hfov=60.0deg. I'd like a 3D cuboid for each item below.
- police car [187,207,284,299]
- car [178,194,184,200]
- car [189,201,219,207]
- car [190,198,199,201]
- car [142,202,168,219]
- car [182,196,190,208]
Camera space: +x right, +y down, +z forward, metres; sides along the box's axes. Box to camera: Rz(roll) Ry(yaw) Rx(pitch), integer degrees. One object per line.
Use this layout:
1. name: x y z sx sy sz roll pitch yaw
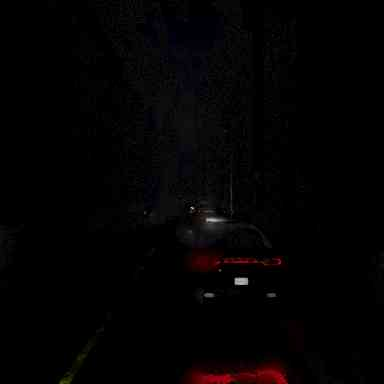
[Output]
1. police car: 0.902 1.425 8.650 1.930 1.638 5.238 0 0 0
2. car: -2.976 1.416 93.773 2.128 1.511 4.902 0 0 0
3. car: 0.905 1.477 18.539 1.882 1.535 5.008 0 0 0
4. car: 0.906 1.454 24.730 1.801 1.575 5.366 0 0 0
5. car: -3.092 1.545 28.929 2.033 1.411 5.357 0 0 0
6. car: 0.040 1.559 47.293 1.994 1.385 4.181 0 0 1
